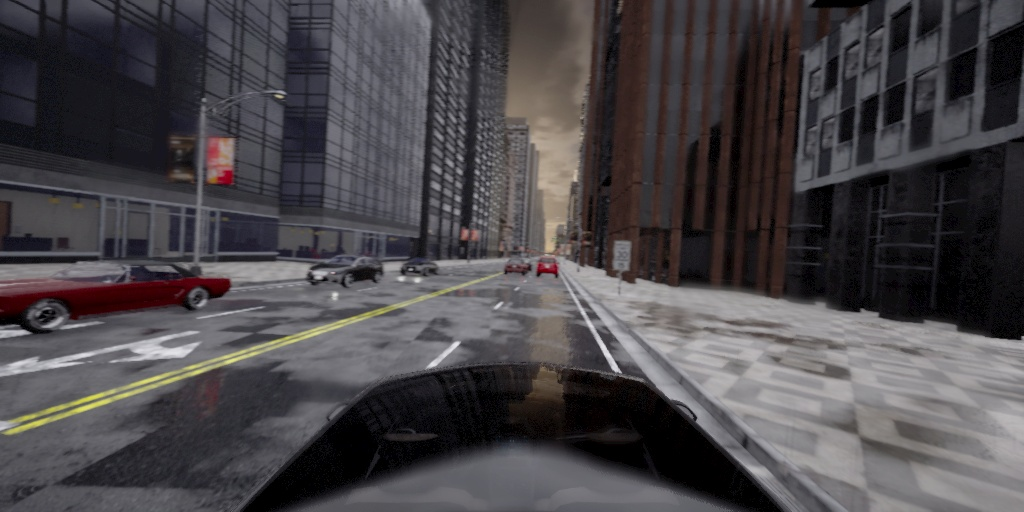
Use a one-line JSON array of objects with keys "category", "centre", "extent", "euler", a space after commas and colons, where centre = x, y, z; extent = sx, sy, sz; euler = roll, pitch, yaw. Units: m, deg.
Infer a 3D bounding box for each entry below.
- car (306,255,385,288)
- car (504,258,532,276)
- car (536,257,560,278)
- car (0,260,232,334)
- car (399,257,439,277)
[{"category": "car", "centre": [-8.281, 0.700, 18.303], "extent": [2.128, 1.511, 4.902], "euler": [4, 0, 6]}, {"category": "car", "centre": [0.547, 1.059, 37.972], "extent": [2.097, 1.767, 4.553], "euler": [4, 0, 8]}, {"category": "car", "centre": [3.725, 1.126, 37.165], "extent": [2.150, 2.045, 5.566], "euler": [4, 0, 7]}, {"category": "car", "centre": [-9.377, 0.763, 8.341], "extent": [1.895, 1.301, 4.718], "euler": [4, 0, 6]}, {"category": "car", "centre": [-7.187, 0.819, 28.258], "extent": [1.994, 1.385, 4.181], "euler": [4, 0, 7]}]
